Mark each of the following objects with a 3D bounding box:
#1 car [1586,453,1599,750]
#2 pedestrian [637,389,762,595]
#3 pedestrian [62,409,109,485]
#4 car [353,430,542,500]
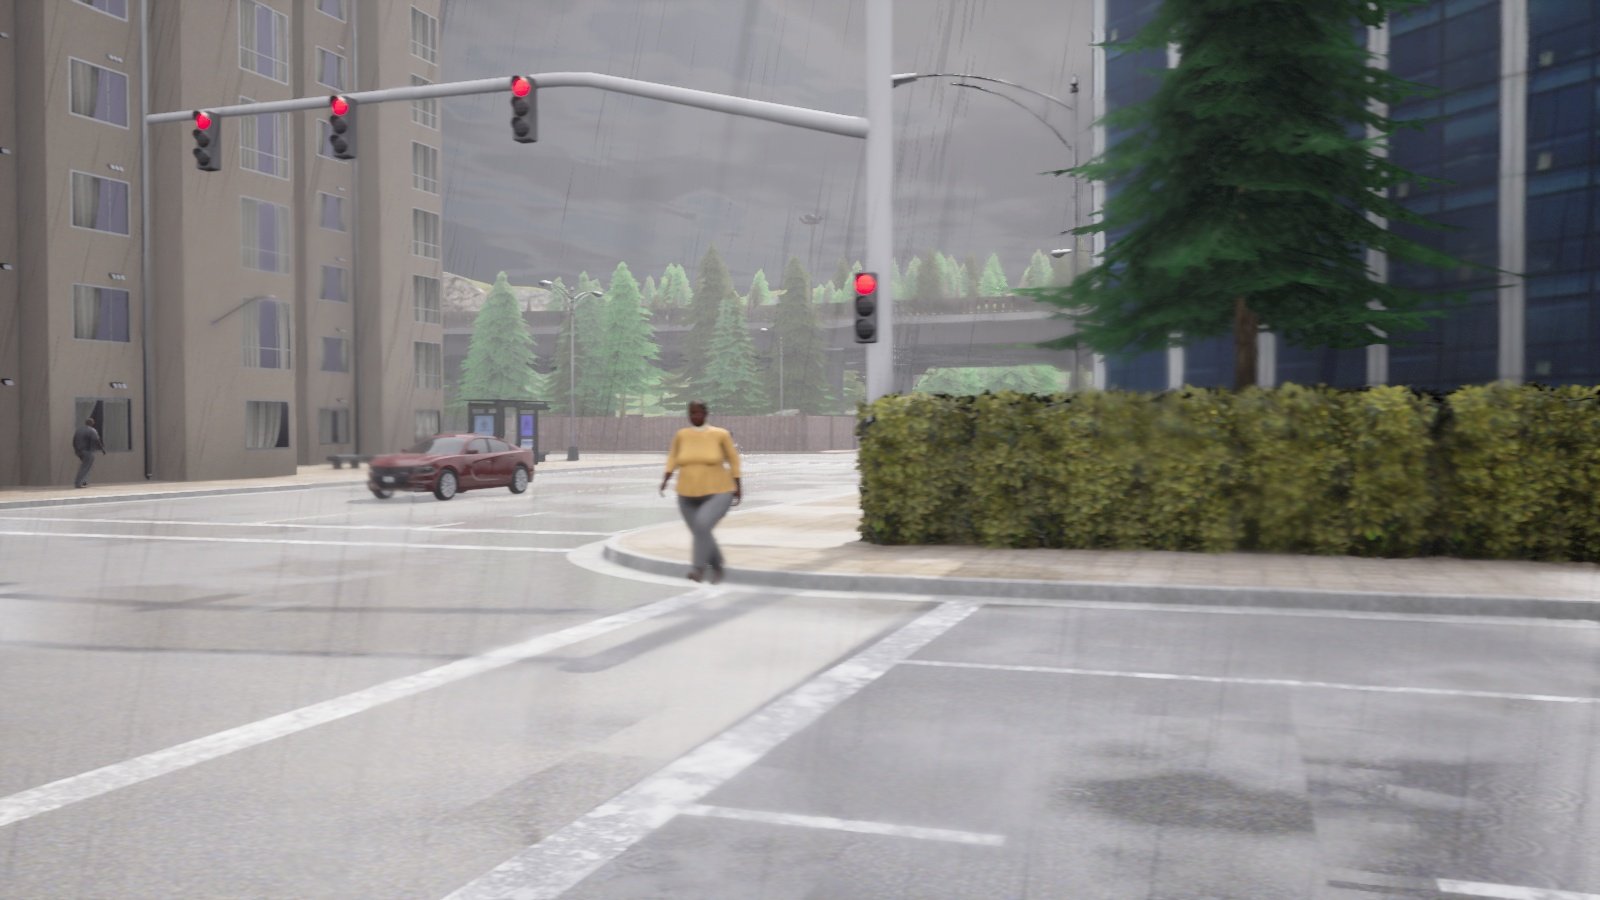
[{"bbox_3d":[5.763,0.783,4.947,4.193,1.474,1.816,1,1,19],"label":"car"},{"bbox_3d":[-0.941,0.371,11.925,0.874,1.855,0.900,1,1,20],"label":"pedestrian"},{"bbox_3d":[-18.007,-0.090,31.658,0.563,1.883,0.849,1,1,20],"label":"pedestrian"},{"bbox_3d":[-8.346,0.288,30.288,1.882,1.535,5.008,1,1,19],"label":"car"}]
